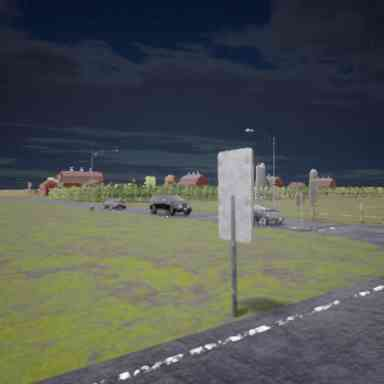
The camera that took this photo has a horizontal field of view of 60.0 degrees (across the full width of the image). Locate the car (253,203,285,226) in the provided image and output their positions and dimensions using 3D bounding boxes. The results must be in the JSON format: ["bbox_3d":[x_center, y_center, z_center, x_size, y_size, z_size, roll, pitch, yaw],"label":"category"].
[{"bbox_3d":[4.528,1.552,24.130,1.812,1.442,4.674,-1,0,-37],"label":"car"}]

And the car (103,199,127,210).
[{"bbox_3d":[-10.379,1.629,44.620,1.994,1.385,4.181,-1,0,-35],"label":"car"}]

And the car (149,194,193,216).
[{"bbox_3d":[-2.228,1.268,33.189,2.150,2.045,5.566,-1,0,-36],"label":"car"}]
